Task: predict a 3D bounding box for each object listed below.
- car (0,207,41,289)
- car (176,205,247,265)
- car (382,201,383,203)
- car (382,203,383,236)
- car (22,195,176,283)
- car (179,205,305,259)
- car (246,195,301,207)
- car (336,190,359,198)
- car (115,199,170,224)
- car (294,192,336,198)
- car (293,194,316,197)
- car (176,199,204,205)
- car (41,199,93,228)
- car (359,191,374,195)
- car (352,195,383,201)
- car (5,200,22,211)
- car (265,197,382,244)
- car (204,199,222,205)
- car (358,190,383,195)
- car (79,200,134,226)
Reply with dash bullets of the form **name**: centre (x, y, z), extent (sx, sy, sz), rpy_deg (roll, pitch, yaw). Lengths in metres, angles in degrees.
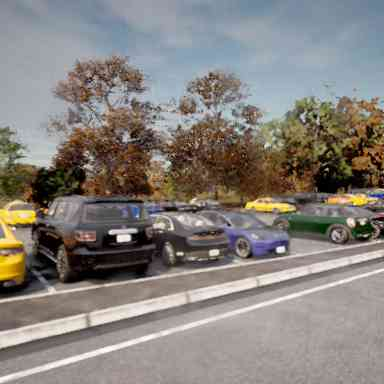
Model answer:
- **car**: centre (-5.334, 1.321, 8.019), extent (2.097, 1.535, 5.008), rpy_deg (1, 0, -35)
- **car**: centre (-0.759, 1.405, 11.219), extent (2.231, 1.521, 4.892), rpy_deg (1, 0, -35)
- **car**: centre (10.640, 1.461, 19.237), extent (2.163, 1.488, 4.792), rpy_deg (-1, 1, -35)
- **car**: centre (8.389, 1.474, 17.591), extent (2.163, 1.488, 4.792), rpy_deg (0, 0, -35)
- **car**: centre (-3.061, 1.115, 9.649), extent (2.435, 2.045, 5.566), rpy_deg (1, 0, -35)
- **car**: centre (1.531, 1.460, 12.793), extent (2.163, 1.488, 4.792), rpy_deg (0, 0, -35)
- **car**: centre (7.687, 1.309, 32.871), extent (1.946, 1.575, 5.366), rpy_deg (-1, 1, -35)
- **car**: centre (16.704, 0.985, 39.442), extent (2.185, 1.767, 4.553), rpy_deg (-2, 1, -35)
- **car**: centre (-3.841, 1.370, 25.026), extent (2.097, 1.535, 5.008), rpy_deg (0, 0, -35)
- **car**: centre (12.132, 0.976, 36.239), extent (2.435, 2.045, 5.566), rpy_deg (-1, 1, -35)
- **car**: centre (9.863, 1.273, 34.626), extent (2.097, 1.535, 5.008), rpy_deg (-1, 1, -35)
- **car**: centre (-1.555, 1.376, 26.626), extent (2.097, 1.535, 5.008), rpy_deg (0, 0, -35)
- **car**: centre (-8.414, 1.327, 22.060), extent (1.946, 1.575, 5.366), rpy_deg (1, 0, -35)
- **car**: centre (19.009, 1.040, 41.010), extent (2.097, 1.535, 5.008), rpy_deg (-2, 1, -35)
- **car**: centre (12.922, 1.286, 20.835), extent (2.185, 1.767, 4.553), rpy_deg (-1, 1, -35)
- **car**: centre (-10.704, 1.290, 20.458), extent (1.946, 1.575, 5.366), rpy_deg (1, 0, -35)
- **car**: centre (6.107, 1.323, 15.991), extent (2.185, 1.767, 4.553), rpy_deg (0, 0, -35)
- **car**: centre (0.836, 1.373, 28.298), extent (2.231, 1.521, 4.892), rpy_deg (0, 0, -35)
- **car**: centre (21.282, 0.958, 42.832), extent (1.946, 1.575, 5.366), rpy_deg (-2, 1, -35)
- **car**: centre (-6.115, 1.386, 23.407), extent (2.163, 1.488, 4.792), rpy_deg (1, 0, -35)
